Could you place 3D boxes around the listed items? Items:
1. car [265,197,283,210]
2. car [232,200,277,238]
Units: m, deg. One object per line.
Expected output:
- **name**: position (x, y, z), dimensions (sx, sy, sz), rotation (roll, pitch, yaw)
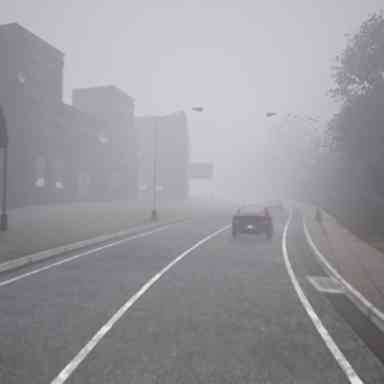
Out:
- **car**: position (9.322, 1.241, 37.880), dimensions (1.812, 1.442, 4.674), rotation (0, 1, 14)
- **car**: position (3.307, 1.413, 17.577), dimensions (1.882, 1.535, 5.008), rotation (0, 0, 15)
